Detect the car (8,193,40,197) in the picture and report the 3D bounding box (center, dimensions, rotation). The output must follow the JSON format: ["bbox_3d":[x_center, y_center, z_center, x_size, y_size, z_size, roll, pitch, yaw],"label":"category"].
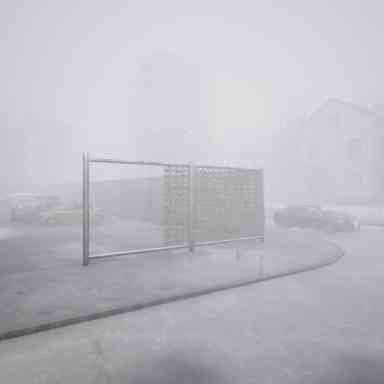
[{"bbox_3d":[-12.578,1.242,27.337,3.866,1.878,1.905,0,0,-36],"label":"car"}]

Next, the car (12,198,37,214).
[{"bbox_3d":[-17.854,1.403,35.329,1.789,1.547,3.705,0,0,-36],"label":"car"}]

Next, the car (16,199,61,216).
[{"bbox_3d":[-14.799,1.413,32.040,3.633,1.501,1.845,0,0,-36],"label":"car"}]

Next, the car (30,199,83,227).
[{"bbox_3d":[-7.845,1.416,21.548,4.193,1.474,1.816,0,0,-36],"label":"car"}]

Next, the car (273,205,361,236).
[{"bbox_3d":[6.875,1.491,18.780,2.128,1.511,4.902,0,0,-36],"label":"car"}]

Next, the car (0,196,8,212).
[{"bbox_3d":[-17.855,1.474,35.607,5.357,1.415,2.033,0,0,-36],"label":"car"}]

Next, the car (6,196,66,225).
[{"bbox_3d":[-10.289,1.348,23.699,4.611,1.667,2.242,0,0,-36],"label":"car"}]

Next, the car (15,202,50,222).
[{"bbox_3d":[-12.024,1.451,25.077,2.207,1.379,1.481,0,0,-36],"label":"car"}]
